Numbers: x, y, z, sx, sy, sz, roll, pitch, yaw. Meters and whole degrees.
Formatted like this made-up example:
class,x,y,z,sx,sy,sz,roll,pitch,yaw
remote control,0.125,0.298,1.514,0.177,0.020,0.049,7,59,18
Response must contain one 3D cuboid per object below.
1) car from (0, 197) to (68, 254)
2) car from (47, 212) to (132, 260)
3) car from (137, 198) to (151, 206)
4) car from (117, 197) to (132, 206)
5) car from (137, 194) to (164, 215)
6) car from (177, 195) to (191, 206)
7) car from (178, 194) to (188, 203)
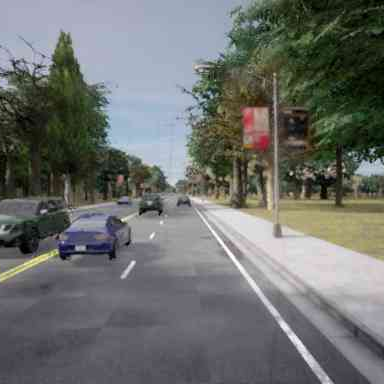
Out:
class,x,y,z,sx,sy,sz,roll,pitch,yaw
car,-6.933,1.257,13.908,2.150,2.045,5.566,-1,0,-2
car,-3.440,1.531,12.362,1.812,1.442,4.674,-1,0,-2
car,-8.035,1.649,55.963,1.895,1.301,4.718,-1,0,-1
car,-11.284,1.556,55.830,1.882,1.535,5.008,-1,0,-1
car,-4.027,1.216,33.543,2.150,2.045,5.566,-1,0,-2
car,-1.302,1.331,53.183,2.097,1.767,4.553,-1,0,-2
car,-2.006,1.386,73.013,2.097,1.767,4.553,-1,0,-2
